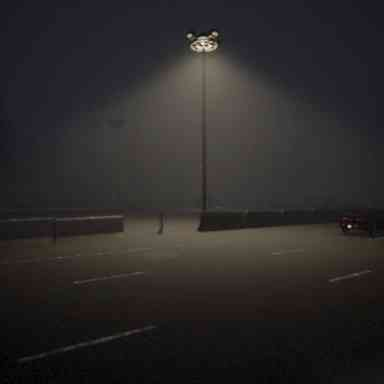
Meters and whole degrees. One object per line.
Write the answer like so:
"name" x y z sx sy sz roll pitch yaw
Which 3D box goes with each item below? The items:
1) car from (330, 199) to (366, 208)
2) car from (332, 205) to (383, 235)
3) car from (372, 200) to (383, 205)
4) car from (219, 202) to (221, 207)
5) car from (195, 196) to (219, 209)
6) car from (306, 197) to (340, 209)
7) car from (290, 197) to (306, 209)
"car" 21.313 2.072 45.415 4.181 1.385 1.994 1 -1 -36
"car" 10.933 1.739 20.362 4.892 1.490 1.837 1 0 -36
"car" 33.833 2.347 58.718 5.566 2.045 2.150 3 -2 -36
"car" 4.893 2.395 69.403 2.128 1.511 4.902 0 -2 0
"car" 2.155 1.675 53.168 2.150 2.045 5.566 0 -1 18
"car" 19.635 1.737 48.515 5.566 2.045 2.150 2 -1 -36
"car" 17.513 1.723 51.295 5.566 2.045 2.150 2 -1 -36
